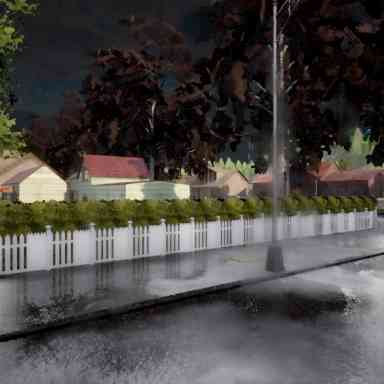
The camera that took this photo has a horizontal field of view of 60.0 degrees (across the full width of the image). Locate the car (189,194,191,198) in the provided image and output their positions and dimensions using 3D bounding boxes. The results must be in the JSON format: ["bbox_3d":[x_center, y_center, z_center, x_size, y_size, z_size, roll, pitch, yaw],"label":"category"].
[{"bbox_3d":[-2.188,1.221,57.477,2.150,2.045,5.566,0,0,-35],"label":"car"}]
